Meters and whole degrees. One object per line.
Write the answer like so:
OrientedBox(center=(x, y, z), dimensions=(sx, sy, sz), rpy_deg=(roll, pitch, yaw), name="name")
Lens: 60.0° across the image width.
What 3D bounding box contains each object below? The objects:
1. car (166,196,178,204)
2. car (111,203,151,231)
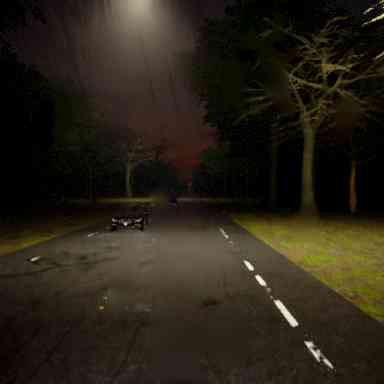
OrientedBox(center=(-3.602, 1.385, 61.077), dimensions=(2.033, 1.411, 5.357), rpy_deg=(0, 0, 1), name="car")
OrientedBox(center=(-3.622, 1.489, 20.503), dimensions=(1.837, 1.490, 4.892), rpy_deg=(0, 0, 0), name="car")
